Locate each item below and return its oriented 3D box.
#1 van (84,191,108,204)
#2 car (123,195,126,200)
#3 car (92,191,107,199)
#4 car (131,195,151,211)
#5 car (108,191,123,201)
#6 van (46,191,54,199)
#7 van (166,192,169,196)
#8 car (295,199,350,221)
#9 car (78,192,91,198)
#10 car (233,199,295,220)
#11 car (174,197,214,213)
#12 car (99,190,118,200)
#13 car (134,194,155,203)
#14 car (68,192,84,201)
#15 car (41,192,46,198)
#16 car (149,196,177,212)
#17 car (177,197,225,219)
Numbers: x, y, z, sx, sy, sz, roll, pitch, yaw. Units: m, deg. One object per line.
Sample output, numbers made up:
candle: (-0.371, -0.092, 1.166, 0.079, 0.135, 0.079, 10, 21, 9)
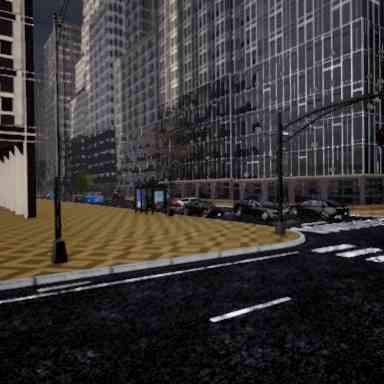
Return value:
van: (-14.993, 0.934, 51.681, 1.690, 1.788, 3.998, -1, 1, -34)
car: (-14.485, 0.928, 65.795, 1.802, 1.307, 4.206, -1, 1, -34)
car: (-20.897, 0.678, 75.179, 1.967, 1.590, 4.097, -1, 1, -34)
car: (-5.421, 1.316, 37.575, 1.947, 1.339, 4.313, -1, 1, -34)
car: (-15.210, 0.918, 62.231, 1.837, 1.490, 4.892, -1, 1, -34)
van: (-31.023, 0.664, 75.146, 1.690, 1.788, 3.998, -1, 1, -34)
van: (-4.868, 0.848, 51.712, 1.690, 1.788, 3.998, -1, 1, -34)
car: (9.639, 1.312, 25.747, 2.128, 1.511, 4.902, -1, 1, -33)
car: (-27.309, 0.680, 84.567, 2.008, 1.369, 4.403, -1, 1, -34)
car: (5.335, 1.337, 26.500, 2.128, 1.511, 4.902, -1, 1, -34)
car: (0.130, 1.287, 34.124, 1.812, 1.442, 4.674, -1, 1, -34)
car: (-17.691, 0.607, 70.485, 2.192, 1.841, 5.009, -1, 1, -34)
car: (-8.073, 1.035, 56.409, 1.802, 1.307, 4.206, -1, 1, -34)
car: (-21.405, 1.036, 61.069, 2.008, 1.369, 4.403, -1, 1, -34)
car: (-34.228, 0.709, 79.840, 1.967, 1.590, 4.097, -1, 1, -34)
car: (-2.263, 1.385, 32.850, 1.802, 1.307, 4.206, -1, 1, -34)
car: (0.929, 1.421, 28.145, 1.947, 1.339, 4.313, -1, 1, -34)
